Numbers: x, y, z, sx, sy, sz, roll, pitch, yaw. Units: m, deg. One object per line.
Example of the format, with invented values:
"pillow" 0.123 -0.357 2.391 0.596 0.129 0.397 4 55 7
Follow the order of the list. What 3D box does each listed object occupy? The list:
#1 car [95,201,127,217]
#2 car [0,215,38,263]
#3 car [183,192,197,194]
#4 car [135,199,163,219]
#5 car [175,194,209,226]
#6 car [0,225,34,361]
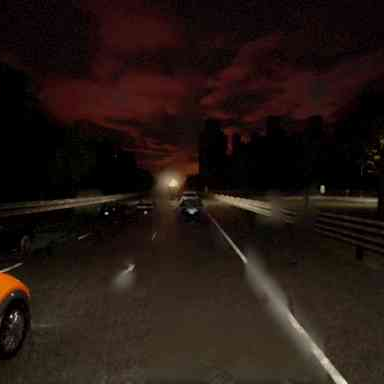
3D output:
"car" -7.104 1.467 29.744 1.895 1.301 4.718 0 0 -1
"car" -6.929 1.561 10.575 1.895 1.301 4.718 0 0 0
"car" -0.286 1.005 40.968 2.150 2.045 5.566 0 1 -1
"car" -3.583 1.367 27.942 2.128 1.511 4.902 0 0 -1
"car" -0.023 1.253 22.558 2.097 1.767 4.553 0 0 -1
"car" -3.408 1.342 3.047 2.097 1.767 4.553 0 0 0
